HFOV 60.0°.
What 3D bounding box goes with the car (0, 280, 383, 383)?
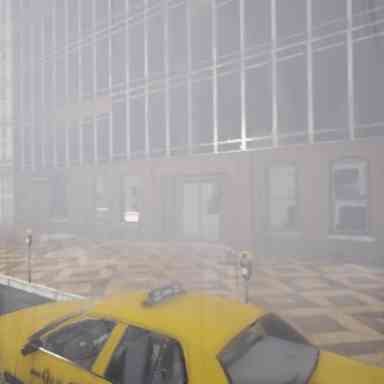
[{"bbox_3d":[-0.463,1.549,3.208,4.829,1.417,1.752,-1,-1,35],"label":"car"}]
